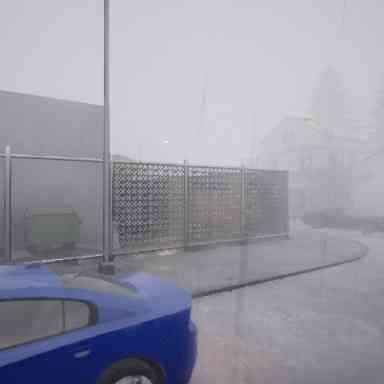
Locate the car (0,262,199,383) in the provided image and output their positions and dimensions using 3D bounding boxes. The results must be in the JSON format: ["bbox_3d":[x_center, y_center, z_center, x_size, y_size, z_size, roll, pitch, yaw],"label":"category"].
[{"bbox_3d":[-2.280,1.477,2.890,5.008,1.535,1.882,0,0,-35],"label":"car"}]

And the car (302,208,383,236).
[{"bbox_3d":[8.805,1.601,18.961,1.895,1.301,4.718,0,0,-37],"label":"car"}]
